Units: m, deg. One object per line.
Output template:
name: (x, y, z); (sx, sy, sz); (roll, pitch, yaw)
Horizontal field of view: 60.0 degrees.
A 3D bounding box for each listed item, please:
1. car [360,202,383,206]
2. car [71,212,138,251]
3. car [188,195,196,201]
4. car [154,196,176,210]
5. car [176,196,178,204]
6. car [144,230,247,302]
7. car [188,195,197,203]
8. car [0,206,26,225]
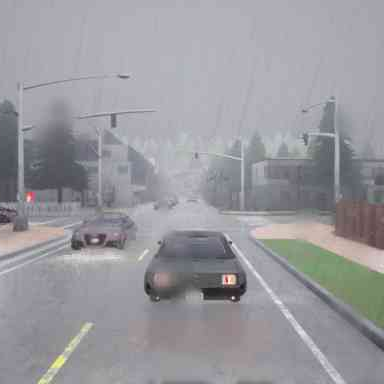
car: (15.323, 1.582, 29.261); (4.718, 1.301, 1.895); (0, 0, -8)
car: (-3.519, 1.564, 14.050); (1.994, 1.385, 4.181); (0, 0, 0)
car: (0.067, 1.478, 81.475); (1.882, 1.535, 5.008); (0, 0, 0)
car: (-3.564, 1.352, 41.994); (2.097, 1.767, 4.553); (0, 0, 0)
car: (-3.551, 1.526, 52.229); (1.812, 1.442, 4.674); (0, 0, 0)
car: (0.075, 1.601, 8.208); (1.895, 1.301, 4.718); (0, 0, 0)
car: (0.061, 1.595, 71.439); (1.895, 1.301, 4.718); (0, 0, 0)
car: (-14.113, 1.579, 23.511); (4.181, 1.385, 1.994); (0, 0, -2)
